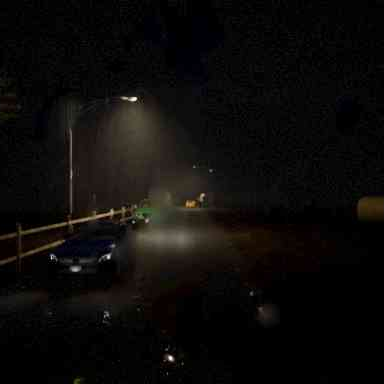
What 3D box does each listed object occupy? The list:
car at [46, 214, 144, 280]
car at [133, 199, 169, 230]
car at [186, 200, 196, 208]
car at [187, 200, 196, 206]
[{"bbox_3d":[-2.856,1.638,10.458,1.812,1.442,4.674,0,-1,0],"label":"car"},{"bbox_3d":[-2.819,1.498,23.596,2.150,2.045,5.566,0,-1,-1],"label":"car"},{"bbox_3d":[-0.238,2.511,68.501,1.882,1.535,5.008,0,-1,2],"label":"car"},{"bbox_3d":[-0.097,2.633,78.901,1.994,1.385,4.181,0,-1,0],"label":"car"}]
